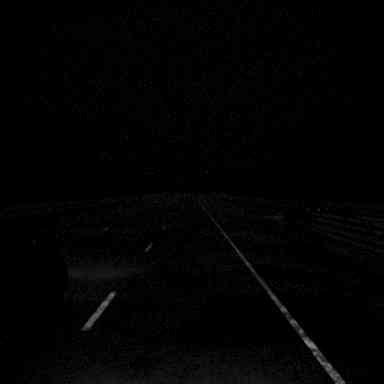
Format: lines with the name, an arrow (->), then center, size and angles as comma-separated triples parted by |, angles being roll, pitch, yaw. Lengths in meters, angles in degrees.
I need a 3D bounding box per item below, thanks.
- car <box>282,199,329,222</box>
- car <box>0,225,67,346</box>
car -> 9.264, 1.439, 27.495 | 2.097, 1.767, 4.553 | 0, 0, -11
car -> -3.402, 1.226, 3.873 | 2.150, 2.045, 5.566 | 0, 0, 0
